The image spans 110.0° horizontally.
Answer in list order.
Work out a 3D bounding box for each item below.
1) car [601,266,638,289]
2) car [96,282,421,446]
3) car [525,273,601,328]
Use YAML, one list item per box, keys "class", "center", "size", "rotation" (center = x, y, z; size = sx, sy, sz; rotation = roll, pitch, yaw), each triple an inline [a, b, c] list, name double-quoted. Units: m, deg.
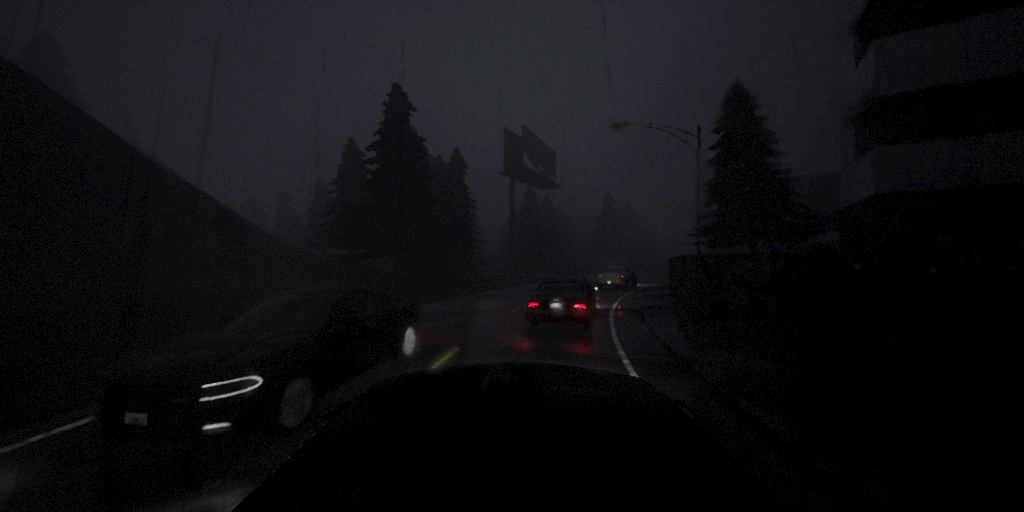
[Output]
- class: "car"
  center: [7.098, 1.377, 23.977]
  size: [1.812, 1.442, 4.674]
  rotation: [0, 0, 30]
- class: "car"
  center: [-3.141, 1.240, 5.785]
  size: [1.882, 1.535, 5.008]
  rotation: [0, 0, 8]
- class: "car"
  center: [1.762, 1.343, 11.692]
  size: [2.033, 1.411, 5.357]
  rotation: [0, 0, 14]
